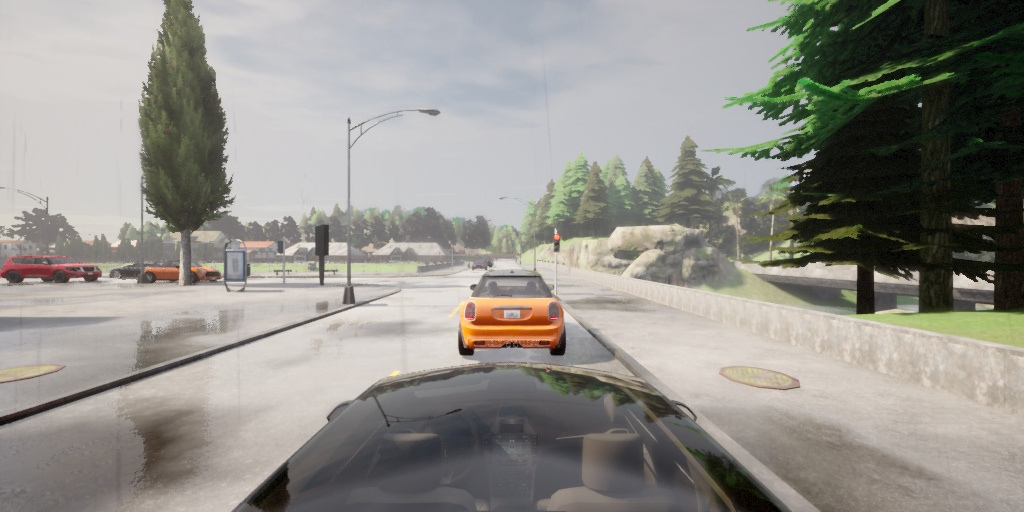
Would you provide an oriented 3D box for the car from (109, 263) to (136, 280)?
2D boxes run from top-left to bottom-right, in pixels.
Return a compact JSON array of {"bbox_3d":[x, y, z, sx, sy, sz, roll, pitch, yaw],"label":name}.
[{"bbox_3d":[-31.842,1.255,31.116,4.892,1.490,1.837,0,0,-1],"label":"car"}]

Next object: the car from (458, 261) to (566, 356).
[{"bbox_3d":[-0.001,1.102,8.805,2.097,1.767,4.553,0,0,0],"label":"car"}]

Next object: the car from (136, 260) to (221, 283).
[{"bbox_3d":[-24.708,1.102,26.987,4.553,1.767,2.097,0,0,-1],"label":"car"}]

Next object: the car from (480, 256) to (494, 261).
[{"bbox_3d":[-4.612,0.969,60.993,2.150,2.045,5.566,0,0,0],"label":"car"}]

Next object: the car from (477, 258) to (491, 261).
[{"bbox_3d":[-4.541,1.314,51.212,1.994,1.385,4.181,0,0,0],"label":"car"}]

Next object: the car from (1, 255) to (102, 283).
[{"bbox_3d":[-34.420,0.972,26.891,5.566,2.045,2.150,0,0,-1],"label":"car"}]
